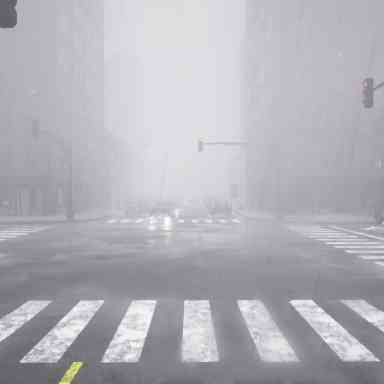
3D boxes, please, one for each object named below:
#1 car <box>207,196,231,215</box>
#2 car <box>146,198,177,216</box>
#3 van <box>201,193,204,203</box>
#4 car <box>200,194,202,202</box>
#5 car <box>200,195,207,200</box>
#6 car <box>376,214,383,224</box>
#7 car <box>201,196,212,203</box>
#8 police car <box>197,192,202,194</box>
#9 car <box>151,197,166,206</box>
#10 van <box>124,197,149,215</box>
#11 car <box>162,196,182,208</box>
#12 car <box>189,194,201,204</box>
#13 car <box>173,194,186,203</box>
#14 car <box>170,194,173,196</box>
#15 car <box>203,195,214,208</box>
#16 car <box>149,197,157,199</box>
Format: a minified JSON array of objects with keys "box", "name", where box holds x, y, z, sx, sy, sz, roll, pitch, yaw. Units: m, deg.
[{"box":[2.820,1.442,33.416,1.967,1.590,4.097,0,0,0],"name":"car"},{"box":[-2.948,1.602,33.228,1.895,1.301,4.718,0,0,3],"name":"car"},{"box":[2.926,1.343,56.092,1.690,1.788,3.998,0,0,0],"name":"van"},{"box":[2.953,1.527,61.931,1.752,1.417,4.829,0,0,0],"name":"car"},{"box":[3.086,1.557,90.108,1.947,1.339,4.313,0,0,0],"name":"car"},{"box":[14.598,1.563,20.752,5.357,1.411,2.033,0,0,0],"name":"car"},{"box":[2.979,1.551,67.431,2.008,1.369,4.403,0,0,0],"name":"car"},{"box":[2.735,1.420,79.522,1.930,1.638,5.238,0,0,0],"name":"police car"},{"box":[-5.600,1.568,56.127,1.947,1.339,4.313,0,0,0],"name":"car"},{"box":[-5.706,1.343,33.453,1.690,1.788,3.998,0,0,0],"name":"van"},{"box":[-2.872,1.603,48.004,1.895,1.301,4.718,0,0,0],"name":"car"},{"box":[0.296,1.526,63.821,1.812,1.442,4.674,0,0,0],"name":"car"},{"box":[-2.686,1.568,68.006,2.033,1.411,5.357,0,0,0],"name":"car"},{"box":[-5.546,1.566,67.463,1.947,1.339,4.313,0,0,0],"name":"car"},{"box":[2.873,1.443,44.754,1.967,1.590,4.097,0,0,0],"name":"car"},{"box":[-5.680,1.442,39.122,1.967,1.590,4.097,0,0,0],"name":"car"}]
